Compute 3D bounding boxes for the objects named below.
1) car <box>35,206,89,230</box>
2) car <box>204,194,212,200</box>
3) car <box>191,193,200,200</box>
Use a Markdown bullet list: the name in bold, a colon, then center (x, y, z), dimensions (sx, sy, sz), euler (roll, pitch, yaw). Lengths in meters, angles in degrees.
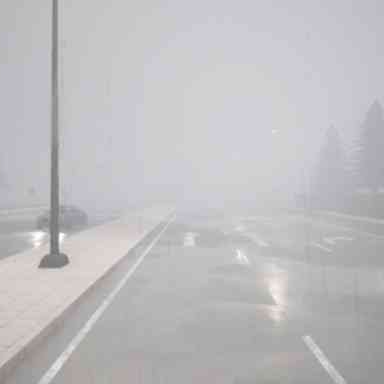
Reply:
- **car**: center (-7.953, 1.550, 20.665), dimensions (1.994, 1.385, 4.181), euler (0, 0, 2)
- **car**: center (4.557, 1.495, 92.557), dimensions (1.812, 1.442, 4.674), euler (0, 0, 1)
- **car**: center (1.052, 1.186, 92.285), dimensions (2.150, 2.045, 5.566), euler (0, 0, 1)
